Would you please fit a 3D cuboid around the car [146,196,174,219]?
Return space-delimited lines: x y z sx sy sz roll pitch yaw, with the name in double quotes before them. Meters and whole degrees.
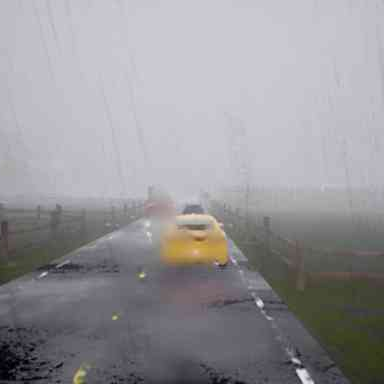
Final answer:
"car" -2.801 1.350 30.559 2.150 2.045 5.566 0 0 0

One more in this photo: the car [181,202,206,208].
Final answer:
"car" 0.134 1.628 29.501 1.837 1.490 4.892 0 0 0

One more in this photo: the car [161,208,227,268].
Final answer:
"car" 0.100 1.524 11.505 1.882 1.535 5.008 0 0 0
